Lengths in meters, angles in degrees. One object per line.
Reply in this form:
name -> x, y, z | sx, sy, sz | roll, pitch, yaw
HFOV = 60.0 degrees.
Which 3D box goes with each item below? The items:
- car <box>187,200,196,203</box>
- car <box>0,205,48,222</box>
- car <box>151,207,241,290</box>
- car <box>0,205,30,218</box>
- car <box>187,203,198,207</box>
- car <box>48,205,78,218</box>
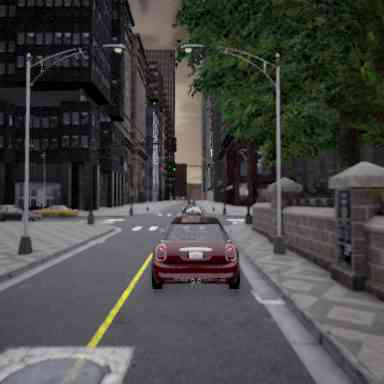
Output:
car -> -0.132, 2.604, 78.630 | 1.812, 1.442, 4.674 | 0, -1, 0
car -> -14.683, 1.824, 27.397 | 4.403, 1.369, 2.008 | 0, -2, 0
car -> 0.084, 1.467, 9.591 | 2.097, 1.767, 4.553 | 0, -1, 0
car -> -20.172, 2.110, 35.939 | 4.403, 1.369, 2.008 | 0, -2, 0
car -> 0.053, 1.841, 26.271 | 1.812, 1.442, 4.674 | 0, 0, 0
car -> -14.830, 2.077, 35.919 | 4.829, 1.417, 1.752 | 0, -2, 0
